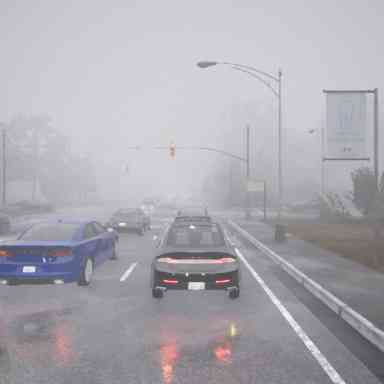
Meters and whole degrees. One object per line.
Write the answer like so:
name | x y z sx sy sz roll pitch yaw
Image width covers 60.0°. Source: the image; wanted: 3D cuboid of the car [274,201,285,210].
car | 12.852 1.491 41.661 4.902 1.511 2.128 0 0 3

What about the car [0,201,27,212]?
car | -19.099 1.601 32.416 4.718 1.301 1.895 0 0 6

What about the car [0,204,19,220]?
car | -10.592 1.526 15.992 1.812 1.442 4.674 0 0 0

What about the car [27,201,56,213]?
car | -17.491 1.601 36.389 4.718 1.301 1.895 0 0 -1

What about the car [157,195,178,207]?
car | -3.655 1.525 50.191 1.812 1.442 4.674 0 0 5

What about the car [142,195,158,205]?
car | -7.278 1.505 56.583 1.837 1.490 4.892 0 0 0

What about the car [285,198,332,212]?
car | 13.570 1.526 38.103 4.674 1.442 1.812 0 0 3

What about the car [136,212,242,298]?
car | 0.073 1.491 8.468 2.128 1.511 4.902 0 0 0

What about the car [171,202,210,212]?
car | 0.038 1.478 17.964 1.882 1.535 5.008 0 0 0

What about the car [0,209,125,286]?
car | -3.431 1.478 9.472 1.882 1.535 5.008 0 0 0

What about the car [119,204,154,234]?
car | -3.463 1.564 18.464 1.994 1.385 4.181 0 0 0

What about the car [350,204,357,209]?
car | 22.589 1.542 41.133 5.357 1.411 2.033 0 0 3

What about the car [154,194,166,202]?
car | -7.267 1.355 75.875 2.097 1.767 4.553 0 0 0

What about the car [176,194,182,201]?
car | -3.800 1.471 85.277 1.882 1.535 5.008 0 0 0

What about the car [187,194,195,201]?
car | -0.302 1.518 85.673 2.128 1.511 4.902 0 0 0
